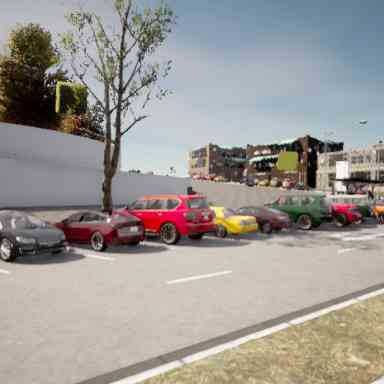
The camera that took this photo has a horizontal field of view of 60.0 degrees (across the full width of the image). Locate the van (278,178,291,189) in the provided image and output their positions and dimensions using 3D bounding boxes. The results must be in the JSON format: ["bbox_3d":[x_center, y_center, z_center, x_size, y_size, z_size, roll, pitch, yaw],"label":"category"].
[{"bbox_3d":[19.432,-1.540,66.439,1.878,1.987,4.442,7,4,35],"label":"van"}]

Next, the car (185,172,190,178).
[{"bbox_3d":[0.309,-4.423,93.480,2.435,2.045,5.566,1,-1,34],"label":"car"}]

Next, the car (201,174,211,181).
[{"bbox_3d":[5.603,-3.756,86.196,2.435,2.045,5.566,7,3,34],"label":"car"}]

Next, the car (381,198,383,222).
[{"bbox_3d":[13.195,1.359,25.727,4.553,1.767,2.185,-1,-1,35],"label":"car"}]

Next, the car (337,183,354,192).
[{"bbox_3d":[26.400,-0.470,56.690,2.435,2.045,5.566,7,3,35],"label":"car"}]

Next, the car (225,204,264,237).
[{"bbox_3d":[0.698,1.455,17.219,5.366,1.575,1.946,-1,-1,35],"label":"car"}]

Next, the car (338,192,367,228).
[{"bbox_3d":[8.246,1.222,22.308,5.566,2.045,2.435,-1,-1,35],"label":"car"}]

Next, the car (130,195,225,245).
[{"bbox_3d":[-1.622,1.200,15.392,5.566,2.045,2.435,-1,-1,35],"label":"car"}]

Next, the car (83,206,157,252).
[{"bbox_3d":[-4.067,1.475,13.648,4.792,1.488,2.163,-1,-1,35],"label":"car"}]

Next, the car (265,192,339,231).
[{"bbox_3d":[5.733,1.216,20.603,5.566,2.045,2.435,-1,-1,35],"label":"car"}]

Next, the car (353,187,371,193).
[{"bbox_3d":[28.091,0.093,54.217,2.002,1.452,4.674,7,3,35],"label":"car"}]

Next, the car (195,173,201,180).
[{"bbox_3d":[3.810,-3.909,88.662,2.185,1.767,4.553,6,3,34],"label":"car"}]

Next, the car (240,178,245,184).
[{"bbox_3d":[12.557,-2.370,76.425,2.002,1.452,4.674,7,3,35],"label":"car"}]

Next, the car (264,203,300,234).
[{"bbox_3d":[3.305,1.502,18.846,4.674,1.452,2.002,-1,-1,35],"label":"car"}]

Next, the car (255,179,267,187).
[{"bbox_3d":[16.130,-1.863,71.642,1.946,1.575,5.366,7,3,35],"label":"car"}]

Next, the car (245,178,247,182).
[{"bbox_3d":[14.299,-2.096,73.963,2.002,1.452,4.674,7,4,35],"label":"car"}]

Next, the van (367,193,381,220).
[{"bbox_3d":[10.785,1.252,23.977,4.442,1.987,1.878,-1,-1,35],"label":"van"}]

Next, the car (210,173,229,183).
[{"bbox_3d":[7.454,-3.233,83.936,1.946,1.575,5.366,7,3,34],"label":"car"}]

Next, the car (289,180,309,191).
[{"bbox_3d":[21.192,-1.040,64.076,2.231,1.521,4.892,7,3,35],"label":"car"}]

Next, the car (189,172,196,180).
[{"bbox_3d":[2.080,-4.145,91.132,2.185,1.767,4.553,4,1,33],"label":"car"}]

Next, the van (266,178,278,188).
[{"bbox_3d":[17.704,-1.814,68.910,1.878,1.987,4.442,7,4,35],"label":"van"}]

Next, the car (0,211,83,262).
[{"bbox_3d":[-6.487,1.444,11.902,4.892,1.521,2.231,-1,-1,35],"label":"car"}]
